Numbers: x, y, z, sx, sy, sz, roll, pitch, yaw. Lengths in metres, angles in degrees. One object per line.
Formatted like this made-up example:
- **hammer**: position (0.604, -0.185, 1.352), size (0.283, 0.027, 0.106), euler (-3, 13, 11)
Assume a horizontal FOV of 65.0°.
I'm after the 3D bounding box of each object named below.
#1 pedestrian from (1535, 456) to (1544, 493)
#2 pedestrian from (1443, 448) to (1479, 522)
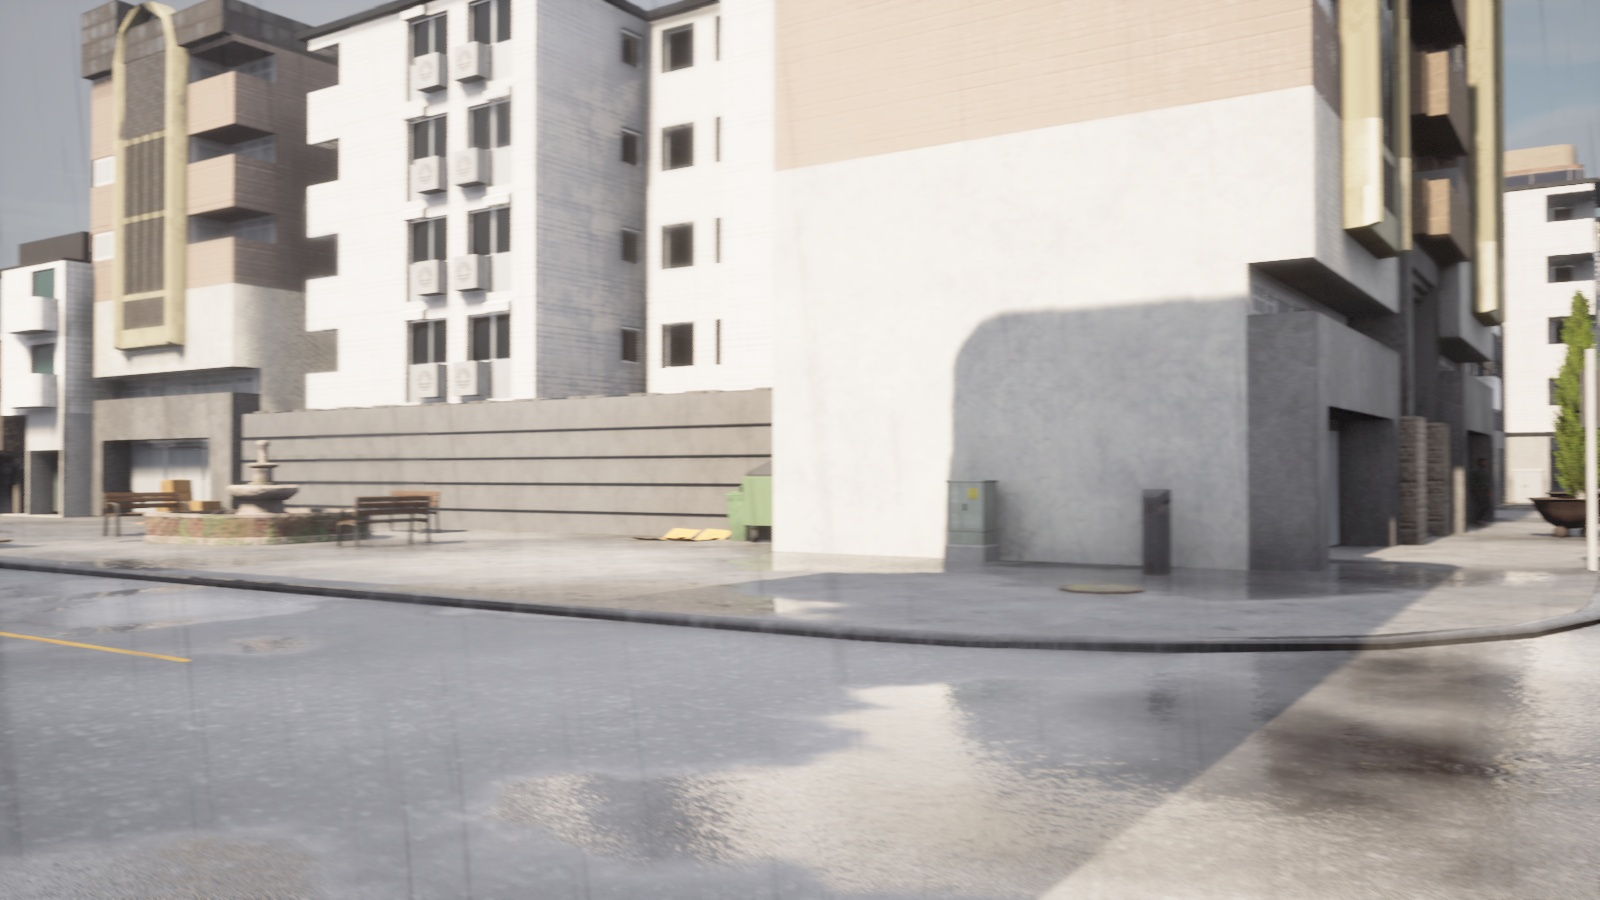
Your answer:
- **pedestrian**: position (37.670, 1.243, 63.955), size (0.354, 1.836, 0.706), euler (-1, -1, 33)
- **pedestrian**: position (17.585, 0.921, 33.410), size (0.423, 1.949, 0.788), euler (0, -1, -9)
